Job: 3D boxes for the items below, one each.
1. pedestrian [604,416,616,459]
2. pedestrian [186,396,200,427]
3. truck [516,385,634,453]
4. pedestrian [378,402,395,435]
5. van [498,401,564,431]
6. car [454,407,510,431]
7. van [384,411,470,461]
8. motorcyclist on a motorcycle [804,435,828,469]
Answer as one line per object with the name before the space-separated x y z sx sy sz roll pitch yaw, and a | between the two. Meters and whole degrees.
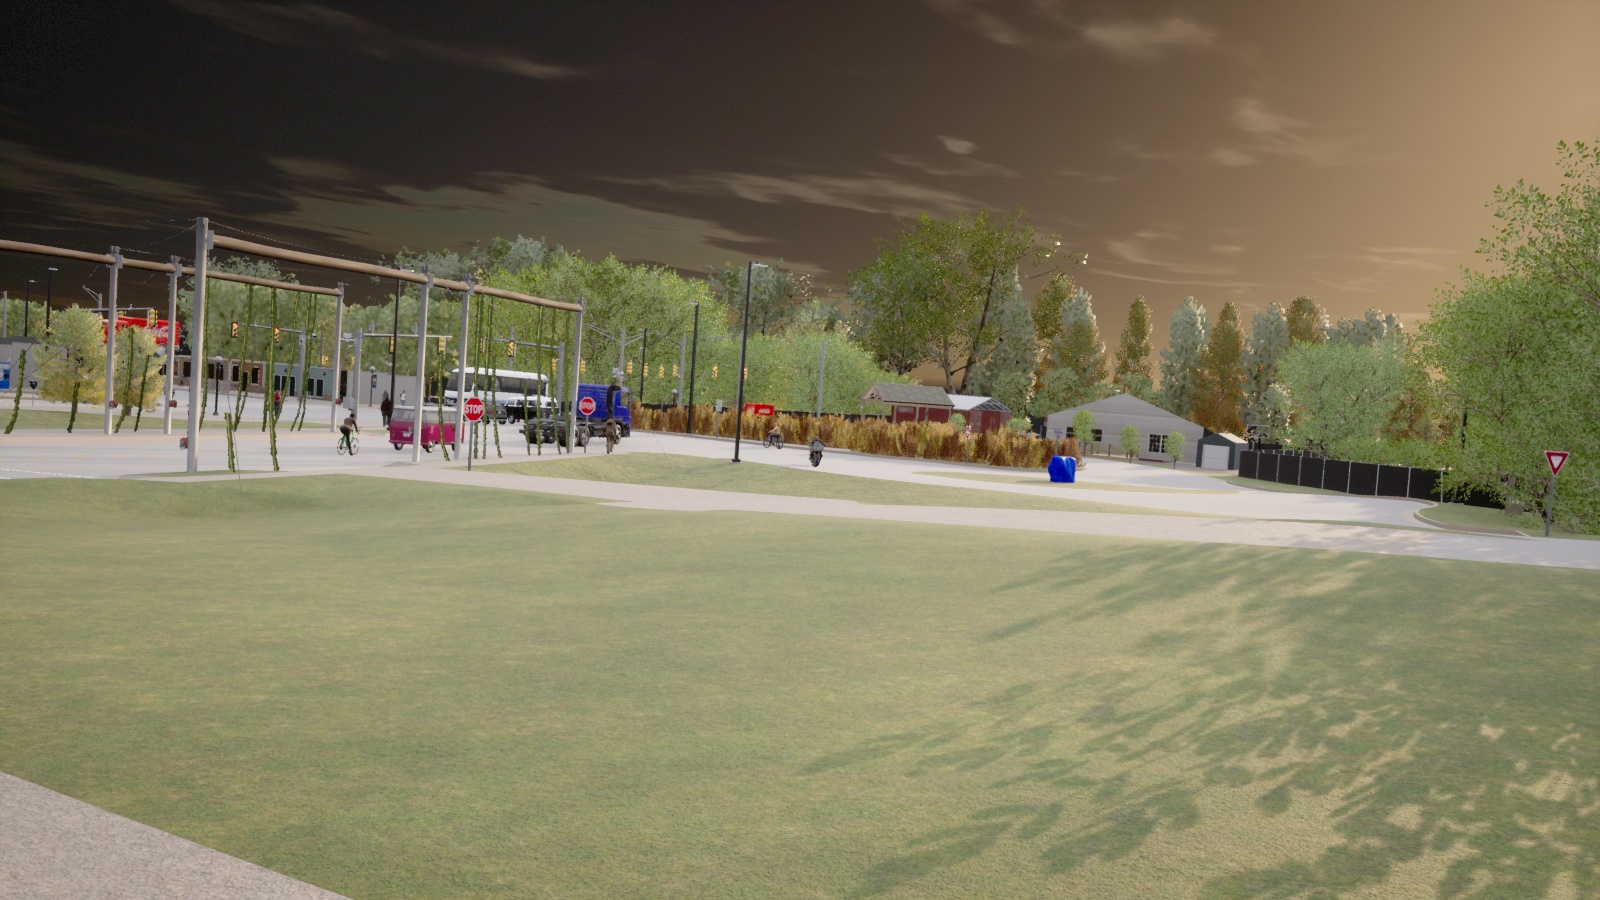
pedestrian | -8.805 -0.576 58.189 0.396 1.930 0.692 3 3 0
pedestrian | -36.395 -2.321 75.336 0.353 1.847 0.614 6 4 37
truck | -12.515 -1.824 70.636 2.891 3.462 7.936 4 4 19
pedestrian | -23.923 -1.800 72.625 0.634 1.844 0.899 3 3 -2
van | -19.254 -2.459 89.872 4.480 2.038 2.069 3 3 36
car | -22.144 -2.188 87.419 3.705 1.549 1.789 3 3 35
van | -16.400 -0.647 55.472 1.775 1.987 4.442 4 2 10
motorcyclist on a motorcycle | 0.764 0.091 60.969 0.866 1.530 2.191 4 2 -5
